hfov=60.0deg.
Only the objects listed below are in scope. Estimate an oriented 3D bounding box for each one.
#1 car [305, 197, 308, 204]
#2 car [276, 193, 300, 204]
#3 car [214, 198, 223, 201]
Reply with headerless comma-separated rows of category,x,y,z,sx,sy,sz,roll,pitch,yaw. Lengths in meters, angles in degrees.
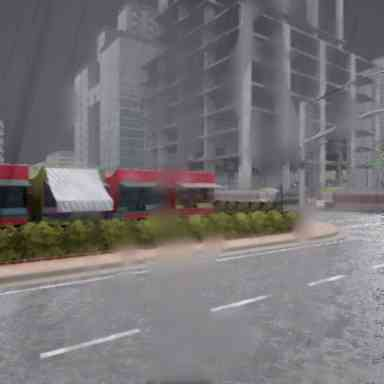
car,18.348,1.100,58.622,1.905,1.878,3.866,0,0,-36
car,15.956,1.101,56.911,1.905,1.878,3.866,0,0,-36
car,3.065,1.463,40.305,1.812,1.442,4.674,0,0,-36
